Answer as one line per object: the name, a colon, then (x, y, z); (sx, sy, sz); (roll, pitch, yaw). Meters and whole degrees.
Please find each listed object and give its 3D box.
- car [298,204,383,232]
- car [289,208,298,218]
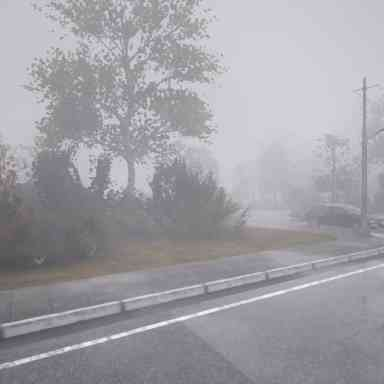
car: (9.354, 1.545, 20.591); (1.837, 1.490, 4.892); (0, 0, -33)
car: (10.193, 1.621, 25.822); (2.033, 1.411, 5.357); (0, -1, -39)
